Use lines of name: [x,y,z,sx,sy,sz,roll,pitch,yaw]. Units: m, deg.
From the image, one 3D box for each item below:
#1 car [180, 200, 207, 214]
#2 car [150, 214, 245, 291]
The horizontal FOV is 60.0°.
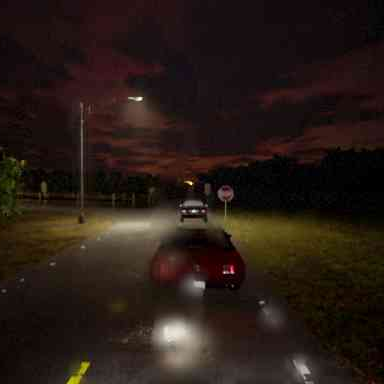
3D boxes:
car: [0.120,1.252,23.835,2.033,1.411,5.357,0,1,0]
car: [0.107,1.497,8.701,1.895,1.301,4.718,0,1,0]
